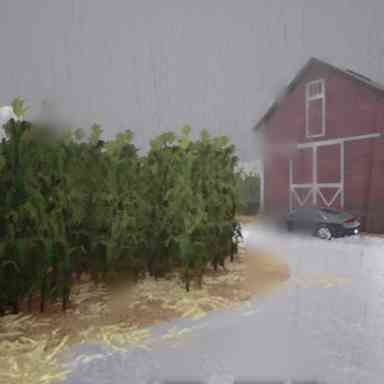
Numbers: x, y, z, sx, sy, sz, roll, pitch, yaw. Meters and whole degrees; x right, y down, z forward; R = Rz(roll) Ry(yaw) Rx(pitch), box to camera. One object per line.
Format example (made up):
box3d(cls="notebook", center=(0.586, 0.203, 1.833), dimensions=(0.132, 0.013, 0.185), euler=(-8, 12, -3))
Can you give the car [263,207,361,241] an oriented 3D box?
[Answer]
box3d(cls="car", center=(5.842, 1.530, 16.847), dimensions=(1.837, 1.490, 4.892), euler=(-7, 4, -40))
